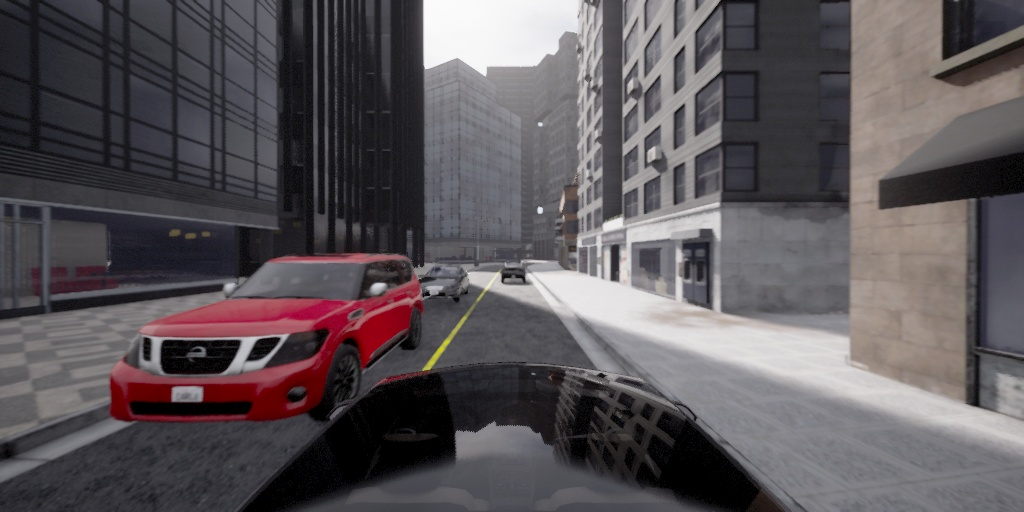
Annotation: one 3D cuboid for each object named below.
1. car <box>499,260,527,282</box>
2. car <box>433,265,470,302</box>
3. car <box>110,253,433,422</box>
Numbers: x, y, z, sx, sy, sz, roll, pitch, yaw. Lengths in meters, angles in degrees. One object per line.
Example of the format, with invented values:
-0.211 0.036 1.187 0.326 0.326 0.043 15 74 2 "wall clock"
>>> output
0.104 1.147 27.171 1.837 1.490 4.892 0 0 0 "car"
-3.081 1.189 16.711 2.128 1.511 4.902 0 0 0 "car"
-3.100 0.963 6.175 2.150 2.045 5.566 0 0 0 "car"
